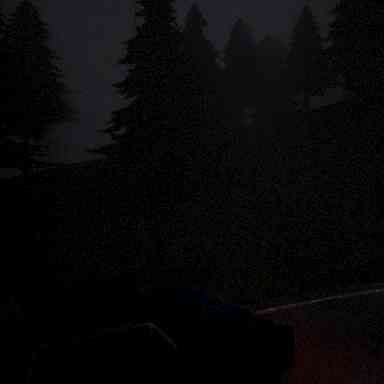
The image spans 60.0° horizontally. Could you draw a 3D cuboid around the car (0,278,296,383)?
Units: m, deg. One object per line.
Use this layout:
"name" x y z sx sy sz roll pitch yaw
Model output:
"car" -1.317 1.602 2.834 4.718 1.301 1.895 0 0 -36
